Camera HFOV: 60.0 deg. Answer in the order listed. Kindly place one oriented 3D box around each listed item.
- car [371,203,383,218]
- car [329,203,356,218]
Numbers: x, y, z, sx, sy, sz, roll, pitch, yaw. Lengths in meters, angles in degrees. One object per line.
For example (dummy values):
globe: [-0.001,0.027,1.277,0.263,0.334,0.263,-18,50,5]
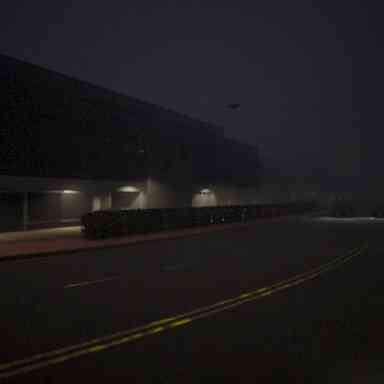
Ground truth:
car: [20.156,1.922,34.952,1.812,1.442,4.674,0,-1,37]
car: [15.923,1.896,35.122,1.837,1.490,4.892,0,-1,37]
